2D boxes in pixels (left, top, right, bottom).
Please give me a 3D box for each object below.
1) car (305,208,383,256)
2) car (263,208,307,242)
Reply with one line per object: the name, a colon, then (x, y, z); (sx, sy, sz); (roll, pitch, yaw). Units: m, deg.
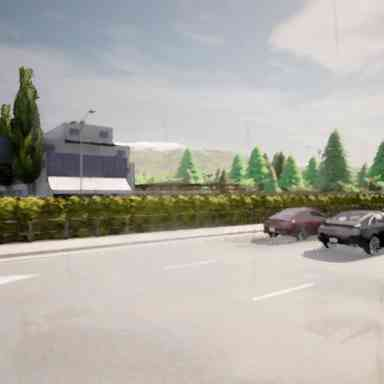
car: (6.966, 1.483, 13.082); (4.902, 1.511, 2.128); (0, 0, -35)
car: (5.502, 1.516, 16.328); (4.674, 1.442, 1.812); (0, 0, -35)
